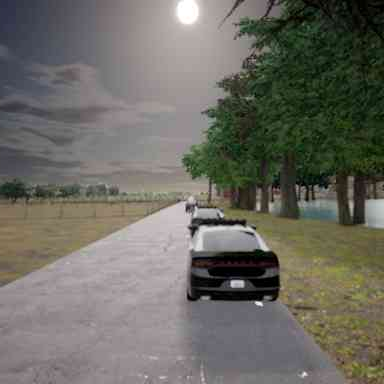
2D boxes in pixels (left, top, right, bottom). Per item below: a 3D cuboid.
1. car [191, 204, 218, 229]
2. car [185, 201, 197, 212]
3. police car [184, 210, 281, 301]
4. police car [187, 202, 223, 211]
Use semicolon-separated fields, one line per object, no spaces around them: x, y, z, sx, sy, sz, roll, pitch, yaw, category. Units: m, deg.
0.844;1.731;24.543;1.837;1.490;4.892;0;-1;0;car
0.062;1.971;47.082;1.882;1.535;5.008;0;-1;1;car
0.832;1.497;8.654;1.930;1.638;5.238;0;-1;0;police car
0.839;1.591;18.654;1.930;1.638;5.238;0;-1;0;police car
